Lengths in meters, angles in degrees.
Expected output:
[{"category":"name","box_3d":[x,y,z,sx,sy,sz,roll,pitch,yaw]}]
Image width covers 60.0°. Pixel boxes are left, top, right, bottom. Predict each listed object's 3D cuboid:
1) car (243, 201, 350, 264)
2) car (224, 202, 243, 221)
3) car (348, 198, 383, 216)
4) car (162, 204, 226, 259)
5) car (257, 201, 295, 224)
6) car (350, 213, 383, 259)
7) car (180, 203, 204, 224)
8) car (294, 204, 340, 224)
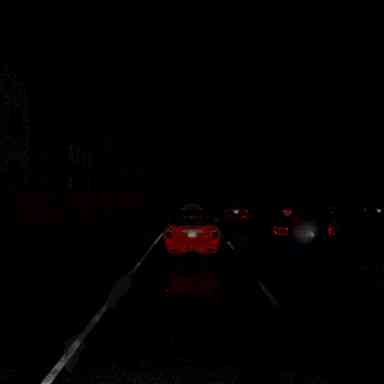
[{"category":"car","box_3d":[3.513,1.365,12.574,2.150,2.045,5.566,0,0,0]},{"category":"car","box_3d":[3.522,1.665,28.420,2.097,1.767,4.553,0,-1,0]},{"category":"car","box_3d":[14.013,1.529,27.556,2.150,2.045,5.566,0,0,0]},{"category":"car","box_3d":[0.022,1.500,13.422,2.097,1.767,4.553,0,-1,0]},{"category":"car","box_3d":[7.023,1.665,28.420,2.097,1.767,4.553,0,-1,0]},{"category":"car","box_3d":[7.019,1.748,13.243,1.895,1.301,4.718,0,-1,0]},{"category":"car","box_3d":[0.028,1.800,29.234,1.882,1.535,5.008,0,0,0]},{"category":"car","box_3d":[10.522,1.807,28.499,2.128,1.511,4.902,0,0,0]}]
